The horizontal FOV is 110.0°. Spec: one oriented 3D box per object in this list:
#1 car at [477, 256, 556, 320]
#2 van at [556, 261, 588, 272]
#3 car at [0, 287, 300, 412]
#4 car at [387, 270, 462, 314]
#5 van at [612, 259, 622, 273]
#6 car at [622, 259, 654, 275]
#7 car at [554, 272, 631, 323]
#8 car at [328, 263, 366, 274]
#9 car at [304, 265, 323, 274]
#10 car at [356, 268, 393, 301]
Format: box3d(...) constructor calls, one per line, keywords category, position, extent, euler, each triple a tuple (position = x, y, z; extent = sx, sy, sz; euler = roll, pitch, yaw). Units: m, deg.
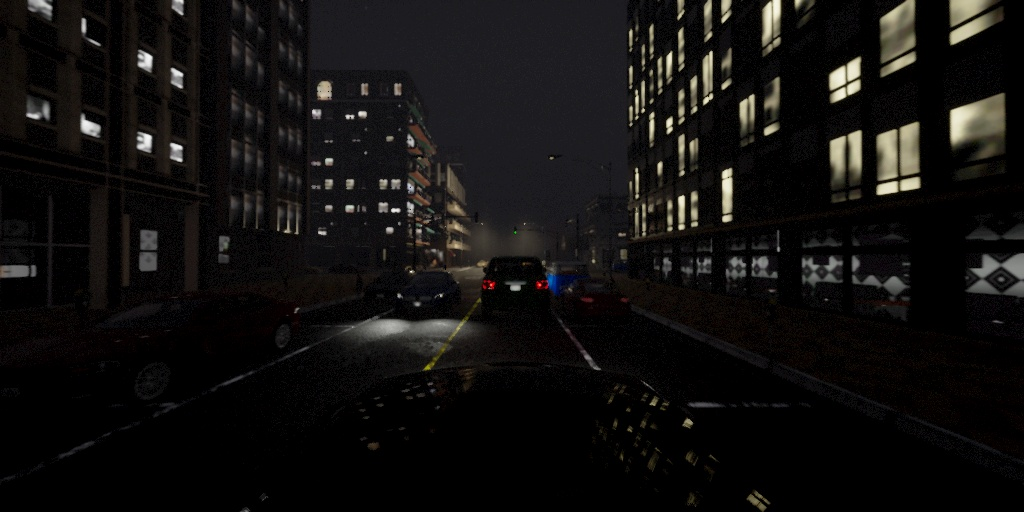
box3d(category="car", position=(0.102, 1.008, 12.995), extent=(2.150, 2.045, 5.566), euler=(0, 0, 0))
box3d(category="van", position=(2.658, 1.141, 17.666), extent=(1.690, 1.789, 3.998), euler=(0, 0, 0))
box3d(category="car", position=(-5.690, 1.309, 6.315), extent=(1.888, 1.381, 4.507), euler=(0, 0, 0))
box3d(category="car", position=(-3.094, 1.314, 14.051), extent=(1.812, 1.442, 4.674), euler=(0, 0, 0))
box3d(category="van", position=(14.901, 1.314, 46.929), extent=(3.998, 1.789, 1.690), euler=(0, 0, 0))
box3d(category="car", position=(14.922, 1.221, 38.549), extent=(5.009, 1.841, 2.192), euler=(0, 0, 0))
box3d(category="car", position=(2.658, 1.364, 11.977), extent=(1.802, 1.307, 4.207), euler=(0, 0, 0))
box3d(category="car", position=(-17.464, 1.397, 38.475), extent=(4.207, 1.307, 1.802), euler=(0, 0, 0))
box3d(category="car", position=(-22.957, 1.330, 38.462), extent=(4.829, 1.417, 1.751), euler=(0, 0, 0))
box3d(category="car", position=(-5.689, 1.366, 17.692), extent=(1.948, 1.339, 4.313), euler=(0, 0, 0))
